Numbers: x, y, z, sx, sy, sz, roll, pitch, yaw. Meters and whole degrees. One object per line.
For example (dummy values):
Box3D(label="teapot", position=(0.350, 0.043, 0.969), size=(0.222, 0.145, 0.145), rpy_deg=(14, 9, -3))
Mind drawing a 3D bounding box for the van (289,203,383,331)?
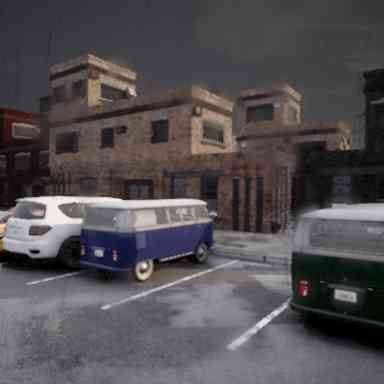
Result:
Box3D(label="van", position=(3.493, 1.248, 6.606), size=(1.878, 1.987, 4.442), rpy_deg=(0, 0, 35))

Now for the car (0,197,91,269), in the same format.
Box3D(label="car", position=(-3.292, 1.178, 11.337), size=(2.435, 2.045, 5.566), rpy_deg=(0, 0, 35))

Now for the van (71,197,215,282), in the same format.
Box3D(label="van", position=(-0.995, 1.218, 9.807), size=(1.878, 1.987, 4.442), rpy_deg=(0, 0, 36))
